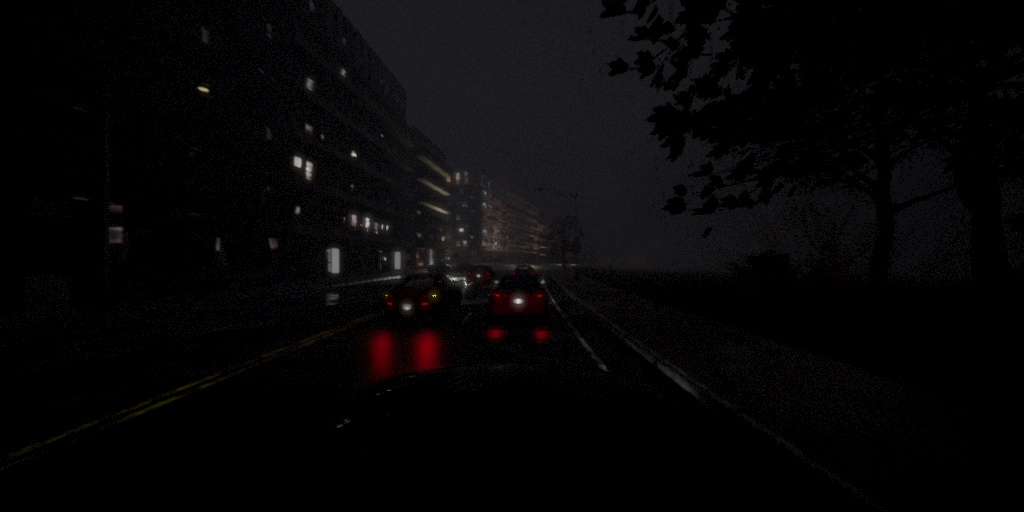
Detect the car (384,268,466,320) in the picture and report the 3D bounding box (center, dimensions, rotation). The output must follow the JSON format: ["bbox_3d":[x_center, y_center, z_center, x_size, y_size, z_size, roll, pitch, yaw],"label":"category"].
[{"bbox_3d":[-2.997,1.312,12.744,1.812,1.442,4.674,0,0,2],"label":"car"}]

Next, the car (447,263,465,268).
[{"bbox_3d":[-5.049,1.434,37.384,1.812,1.442,4.674,0,0,4],"label":"car"}]

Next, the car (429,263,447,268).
[{"bbox_3d":[-8.083,1.483,39.873,1.994,1.385,4.181,0,0,5],"label":"car"}]

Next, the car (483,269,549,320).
[{"bbox_3d":[0.264,1.355,12.924,1.994,1.385,4.181,0,0,2],"label":"car"}]

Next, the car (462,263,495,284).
[{"bbox_3d":[-2.295,1.421,28.000,1.994,1.385,4.181,0,0,4],"label":"car"}]

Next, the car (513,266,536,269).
[{"bbox_3d":[0.961,1.425,27.978,1.994,1.385,4.181,0,0,4],"label":"car"}]
